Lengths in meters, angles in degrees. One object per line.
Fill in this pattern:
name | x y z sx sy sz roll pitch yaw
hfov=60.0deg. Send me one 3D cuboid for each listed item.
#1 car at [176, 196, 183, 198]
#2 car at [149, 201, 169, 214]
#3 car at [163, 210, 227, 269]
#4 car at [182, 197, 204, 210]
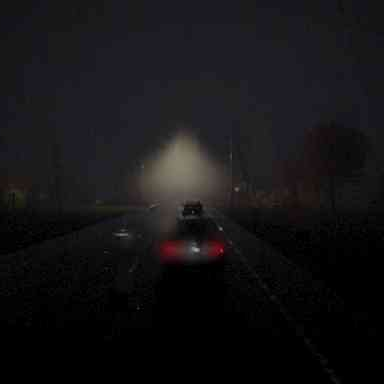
car | -3.444 1.576 89.713 1.812 1.442 4.674 0 0 -2
car | -3.609 1.679 37.103 1.895 1.301 4.718 0 0 0
car | 0.079 1.570 11.165 2.033 1.411 5.357 0 0 0
car | 0.083 1.555 31.350 2.128 1.511 4.902 0 0 0
